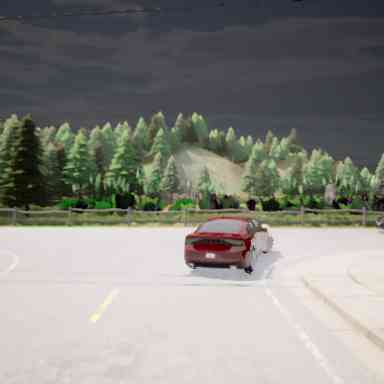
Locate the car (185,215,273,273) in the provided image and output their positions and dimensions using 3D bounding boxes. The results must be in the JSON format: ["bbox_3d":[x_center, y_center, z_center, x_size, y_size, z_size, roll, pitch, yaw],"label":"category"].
[{"bbox_3d":[1.379,1.514,11.071,1.882,1.535,5.008,-1,0,21],"label":"car"}]

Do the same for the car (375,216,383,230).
[{"bbox_3d":[12.690,1.538,18.210,4.892,1.490,1.837,0,0,3],"label":"car"}]
